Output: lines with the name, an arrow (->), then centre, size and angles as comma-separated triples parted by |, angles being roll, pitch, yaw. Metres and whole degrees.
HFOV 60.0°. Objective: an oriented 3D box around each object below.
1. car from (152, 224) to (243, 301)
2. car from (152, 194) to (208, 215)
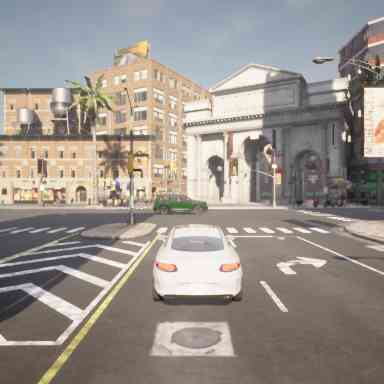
car -> 0.109, 1.526, 8.211 | 1.812, 1.442, 4.674 | 0, 0, 0
car -> -1.162, 1.221, 33.328 | 5.566, 2.045, 2.150 | 0, 0, 1
